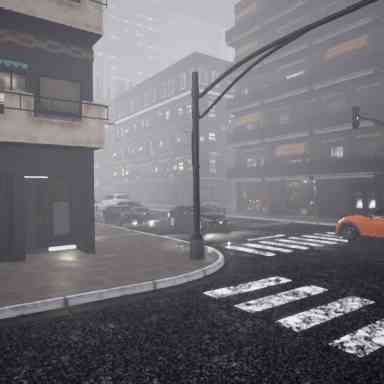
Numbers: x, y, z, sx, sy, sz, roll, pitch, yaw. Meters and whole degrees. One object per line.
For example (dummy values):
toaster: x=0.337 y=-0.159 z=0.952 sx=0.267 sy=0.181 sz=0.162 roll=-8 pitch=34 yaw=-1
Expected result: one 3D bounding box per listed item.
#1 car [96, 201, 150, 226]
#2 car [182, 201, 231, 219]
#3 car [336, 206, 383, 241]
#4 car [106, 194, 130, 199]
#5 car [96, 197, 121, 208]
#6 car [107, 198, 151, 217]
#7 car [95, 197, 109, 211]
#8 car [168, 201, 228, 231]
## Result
car: x=-5.191 y=1.632 z=24.519 sx=1.947 sy=1.339 sz=4.313 roll=-1 pitch=1 yaw=-36
car: x=1.189 y=1.512 z=29.144 sx=2.008 sy=1.369 sz=4.403 roll=-1 pitch=1 yaw=-36
car: x=8.758 y=1.343 z=14.532 sx=2.097 sy=1.767 sz=4.553 roll=0 pitch=0 yaw=-36
car: x=-9.085 y=1.224 z=39.109 sx=2.150 sy=2.045 sz=5.566 roll=-1 pitch=1 yaw=-36
car: x=-11.914 y=1.519 z=47.220 sx=1.887 sy=1.381 sz=4.507 roll=-1 pitch=1 yaw=-36
car: x=-5.309 y=1.540 z=28.879 sx=1.837 sy=1.490 sz=4.892 roll=-1 pitch=1 yaw=-36
car: x=-11.356 y=1.568 z=37.237 sx=1.812 sy=1.442 sz=4.674 roll=-1 pitch=1 yaw=-36
car: x=0.258 y=1.534 z=21.201 sx=1.837 sy=1.490 sz=4.892 roll=-1 pitch=1 yaw=-36
